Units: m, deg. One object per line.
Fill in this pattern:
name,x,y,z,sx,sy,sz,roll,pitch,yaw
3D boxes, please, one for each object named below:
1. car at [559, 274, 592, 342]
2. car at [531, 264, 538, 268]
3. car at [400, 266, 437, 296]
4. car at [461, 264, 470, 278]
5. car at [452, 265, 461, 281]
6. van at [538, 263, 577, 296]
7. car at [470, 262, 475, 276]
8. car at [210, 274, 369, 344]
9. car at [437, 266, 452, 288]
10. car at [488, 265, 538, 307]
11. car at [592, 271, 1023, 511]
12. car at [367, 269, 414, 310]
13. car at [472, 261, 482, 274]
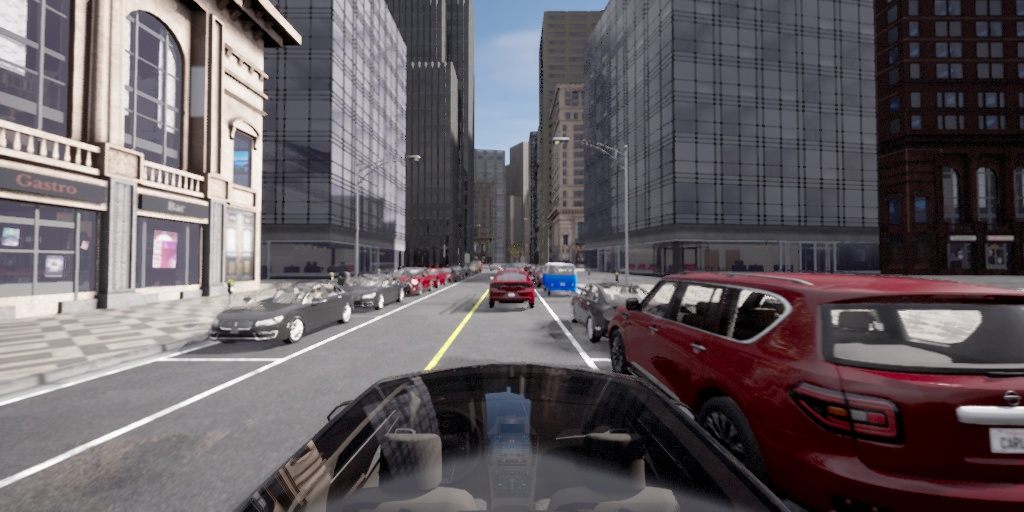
car,2.661,1.376,9.746,2.007,1.370,4.403,0,0,0
car,2.644,1.436,26.124,1.967,1.591,4.097,0,0,0
car,-5.876,1.376,20.662,1.967,1.591,4.097,0,0,0
car,-5.892,1.676,37.038,2.007,1.370,4.403,0,0,0
car,-5.887,1.641,31.579,1.802,1.307,4.207,0,0,0
van,2.650,1.277,20.665,1.690,1.789,3.998,0,0,0
car,-5.898,1.761,42.496,1.948,1.339,4.313,0,0,0
car,-5.865,1.376,9.744,2.007,1.370,4.403,0,0,0
car,-5.881,1.541,26.121,1.888,1.381,4.507,0,0,0
car,-0.007,1.369,16.333,1.882,1.535,5.008,0,0,0
car,2.667,1.088,4.286,2.192,1.841,5.009,0,0,0
car,-5.870,1.430,15.204,2.007,1.370,4.403,0,0,0
car,-5.909,1.869,53.242,1.751,1.417,4.829,0,0,0
